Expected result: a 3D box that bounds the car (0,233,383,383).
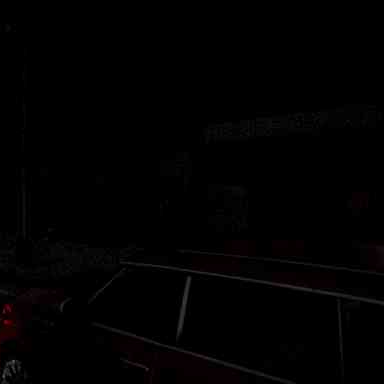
[{"bbox_3d":[0.255,1.315,2.896,5.009,1.841,2.192,0,0,36],"label":"car"}]
